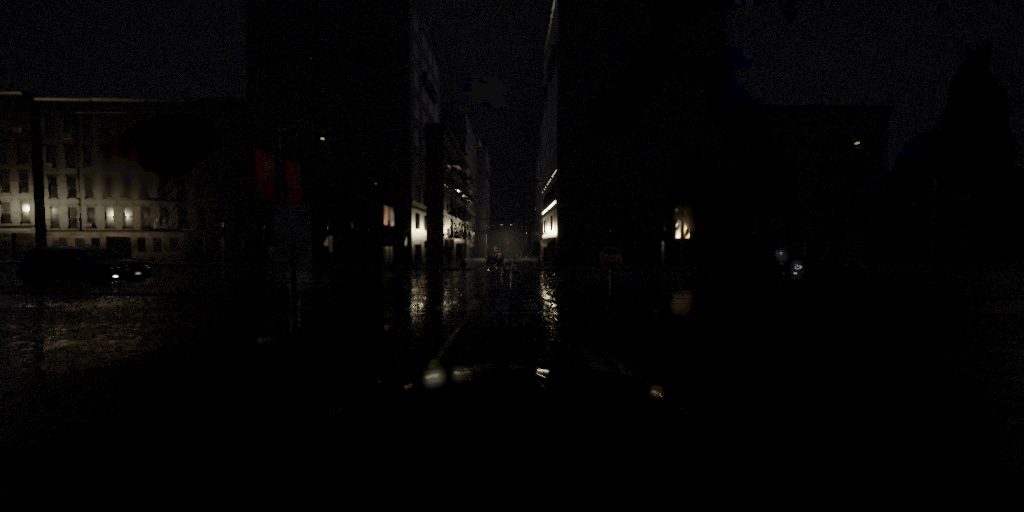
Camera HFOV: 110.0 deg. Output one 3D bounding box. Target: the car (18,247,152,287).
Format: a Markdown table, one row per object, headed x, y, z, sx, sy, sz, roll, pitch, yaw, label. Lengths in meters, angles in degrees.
| x | y | z | sx | sy | sz | roll | pitch | yaw | label |
| --- | --- | --- | --- | --- | --- | --- | --- | --- | --- |
| -23.409 | 0.571 | 19.757 | 5.566 | 2.045 | 2.150 | 1 | 2 | -1 | car |

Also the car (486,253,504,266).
| x | y | z | sx | sy | sz | roll | pitch | yaw | label |
| --- | --- | --- | --- | --- | --- | --- | --- | --- | --- |
| -2.635 | 0.570 | 50.593 | 2.128 | 1.511 | 4.902 | 0 | 1 | 0 | car |

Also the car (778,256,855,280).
| x | y | z | sx | sy | sz | roll | pitch | yaw | label |
| --- | --- | --- | --- | --- | --- | --- | --- | --- | --- |
| 22.710 | 0.777 | 26.872 | 4.553 | 1.767 | 2.097 | 0 | 2 | -1 | car |
